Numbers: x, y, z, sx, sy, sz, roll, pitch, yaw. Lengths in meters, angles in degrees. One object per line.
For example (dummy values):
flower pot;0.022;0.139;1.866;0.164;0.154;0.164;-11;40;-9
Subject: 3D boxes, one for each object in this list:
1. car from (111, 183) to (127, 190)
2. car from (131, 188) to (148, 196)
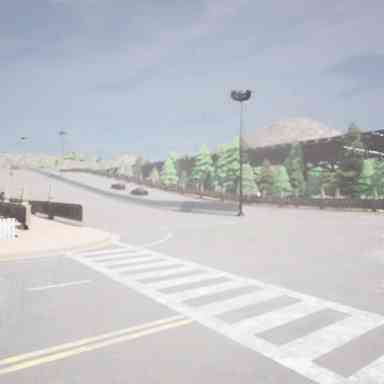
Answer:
car;-15.715;-1.288;71.221;2.128;1.511;4.902;0;7;-37
car;-10.015;-0.111;63.800;1.812;1.442;4.674;0;7;-37
